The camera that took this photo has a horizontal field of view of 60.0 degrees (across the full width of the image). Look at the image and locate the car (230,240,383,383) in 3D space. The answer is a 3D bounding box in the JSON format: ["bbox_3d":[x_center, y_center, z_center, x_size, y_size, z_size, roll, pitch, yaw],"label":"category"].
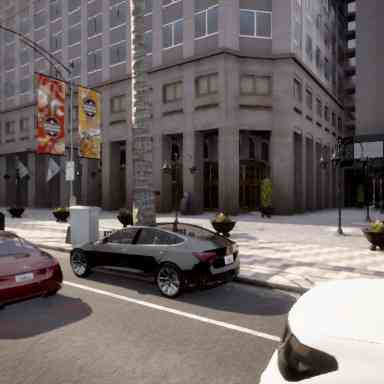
[{"bbox_3d":[3.188,1.223,1.714,5.566,2.045,2.150,0,0,36],"label":"car"}]

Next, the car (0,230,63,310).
[{"bbox_3d":[-4.753,1.564,7.378,4.181,1.385,1.994,0,0,36],"label":"car"}]

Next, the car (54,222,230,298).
[{"bbox_3d":[-1.109,1.513,8.579,4.786,1.482,2.161,0,0,35],"label":"car"}]
